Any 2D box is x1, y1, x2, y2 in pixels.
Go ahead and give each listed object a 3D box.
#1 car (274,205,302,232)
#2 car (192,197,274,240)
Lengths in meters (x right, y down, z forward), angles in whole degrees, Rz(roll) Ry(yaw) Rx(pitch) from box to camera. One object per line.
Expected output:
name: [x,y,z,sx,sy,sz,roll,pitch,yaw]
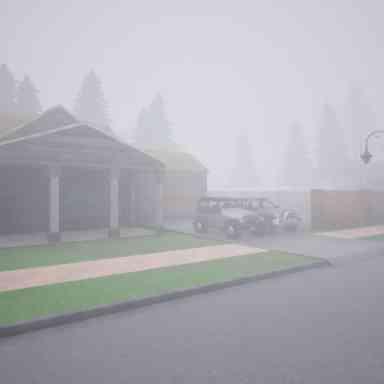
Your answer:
car: [3.494,1.174,17.880,1.932,1.855,4.605,0,0,-36]
car: [1.684,1.176,16.093,1.905,1.878,3.866,0,0,-36]
